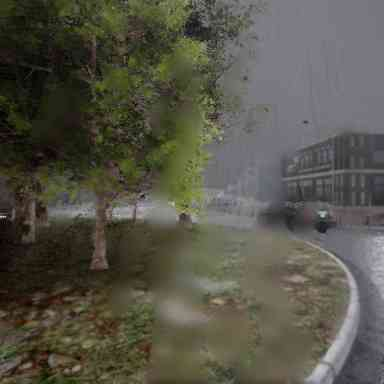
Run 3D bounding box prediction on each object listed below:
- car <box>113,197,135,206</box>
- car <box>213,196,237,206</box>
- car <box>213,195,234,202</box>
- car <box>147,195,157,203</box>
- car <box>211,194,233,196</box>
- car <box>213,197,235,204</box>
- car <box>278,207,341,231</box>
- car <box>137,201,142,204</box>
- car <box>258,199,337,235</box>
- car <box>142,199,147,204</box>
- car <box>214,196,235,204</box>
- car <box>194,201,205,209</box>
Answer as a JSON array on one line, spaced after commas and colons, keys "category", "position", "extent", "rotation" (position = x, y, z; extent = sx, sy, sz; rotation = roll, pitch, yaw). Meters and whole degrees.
[{"category": "car", "position": [-13.823, 1.798, 65.845], "extent": [4.553, 1.767, 2.185], "rotation": [0, 0, 5]}, {"category": "car", "position": [6.010, 2.039, 62.145], "extent": [4.792, 1.488, 2.163], "rotation": [0, 0, 5]}, {"category": "car", "position": [8.616, 1.739, 89.824], "extent": [5.566, 2.045, 2.435], "rotation": [0, 0, 5]}, {"category": "car", "position": [-12.344, 1.670, 82.330], "extent": [5.566, 2.045, 2.435], "rotation": [0, 0, 5]}, {"category": "car", "position": [6.580, 1.902, 67.551], "extent": [4.553, 1.767, 2.185], "rotation": [0, 0, 5]}, {"category": "car", "position": [7.597, 2.016, 78.754], "extent": [5.008, 1.535, 2.097], "rotation": [0, 0, 5]}, {"category": "car", "position": [8.373, 1.862, 24.138], "extent": [1.994, 1.385, 4.181], "rotation": [1, -1, -24]}, {"category": "car", "position": [-13.603, 1.929, 68.599], "extent": [5.008, 1.535, 2.097], "rotation": [0, 0, 5]}, {"category": "car", "position": [6.408, 1.472, 21.134], "extent": [2.150, 2.045, 5.566], "rotation": [1, -1, -20]}, {"category": "car", "position": [-13.054, 1.807, 74.085], "extent": [4.553, 1.767, 2.185], "rotation": [0, 0, 5]}, {"category": "car", "position": [7.361, 1.898, 75.859], "extent": [4.553, 1.767, 2.185], "rotation": [0, 0, 5]}, {"category": "car", "position": [0.894, 2.004, 47.908], "extent": [2.033, 1.411, 5.357], "rotation": [0, 0, -1]}]
